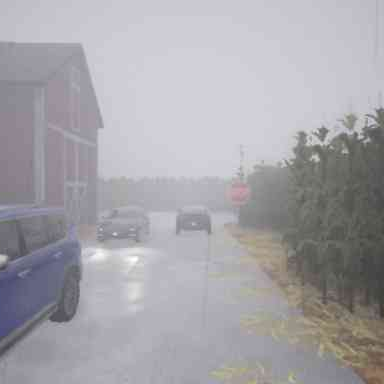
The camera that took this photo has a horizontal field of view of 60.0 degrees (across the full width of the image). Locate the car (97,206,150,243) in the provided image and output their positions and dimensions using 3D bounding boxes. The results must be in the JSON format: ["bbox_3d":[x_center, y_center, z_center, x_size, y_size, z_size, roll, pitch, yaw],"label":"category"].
[{"bbox_3d":[-3.145,1.487,16.091,1.837,1.490,4.892,0,0,0],"label":"car"}]

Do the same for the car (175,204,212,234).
[{"bbox_3d":[0.069,1.433,19.044,1.882,1.535,5.008,0,0,0],"label":"car"}]

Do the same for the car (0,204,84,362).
[{"bbox_3d":[-3.197,1.236,4.371,2.150,2.045,5.566,0,0,0],"label":"car"}]
